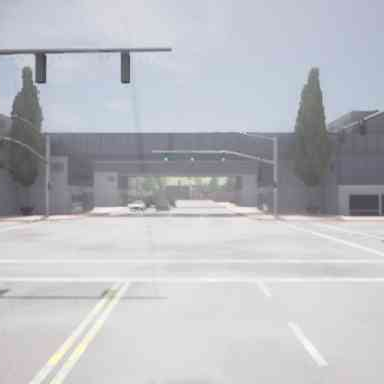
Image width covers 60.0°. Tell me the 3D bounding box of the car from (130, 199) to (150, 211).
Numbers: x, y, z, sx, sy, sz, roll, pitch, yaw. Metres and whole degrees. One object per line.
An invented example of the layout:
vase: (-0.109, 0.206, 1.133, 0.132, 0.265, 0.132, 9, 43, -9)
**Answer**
car: (-7.729, 2.021, 48.146, 1.812, 1.442, 4.674, 0, -1, 1)

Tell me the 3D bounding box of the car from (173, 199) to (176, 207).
car: (-4.079, 2.166, 64.656, 1.837, 1.490, 4.892, 0, -1, 1)

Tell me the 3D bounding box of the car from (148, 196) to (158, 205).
car: (-7.577, 1.885, 64.584, 2.150, 2.045, 5.566, 0, -1, 1)

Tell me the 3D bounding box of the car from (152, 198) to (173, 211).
car: (-4.227, 2.003, 48.390, 1.837, 1.490, 4.892, 0, -1, 1)
